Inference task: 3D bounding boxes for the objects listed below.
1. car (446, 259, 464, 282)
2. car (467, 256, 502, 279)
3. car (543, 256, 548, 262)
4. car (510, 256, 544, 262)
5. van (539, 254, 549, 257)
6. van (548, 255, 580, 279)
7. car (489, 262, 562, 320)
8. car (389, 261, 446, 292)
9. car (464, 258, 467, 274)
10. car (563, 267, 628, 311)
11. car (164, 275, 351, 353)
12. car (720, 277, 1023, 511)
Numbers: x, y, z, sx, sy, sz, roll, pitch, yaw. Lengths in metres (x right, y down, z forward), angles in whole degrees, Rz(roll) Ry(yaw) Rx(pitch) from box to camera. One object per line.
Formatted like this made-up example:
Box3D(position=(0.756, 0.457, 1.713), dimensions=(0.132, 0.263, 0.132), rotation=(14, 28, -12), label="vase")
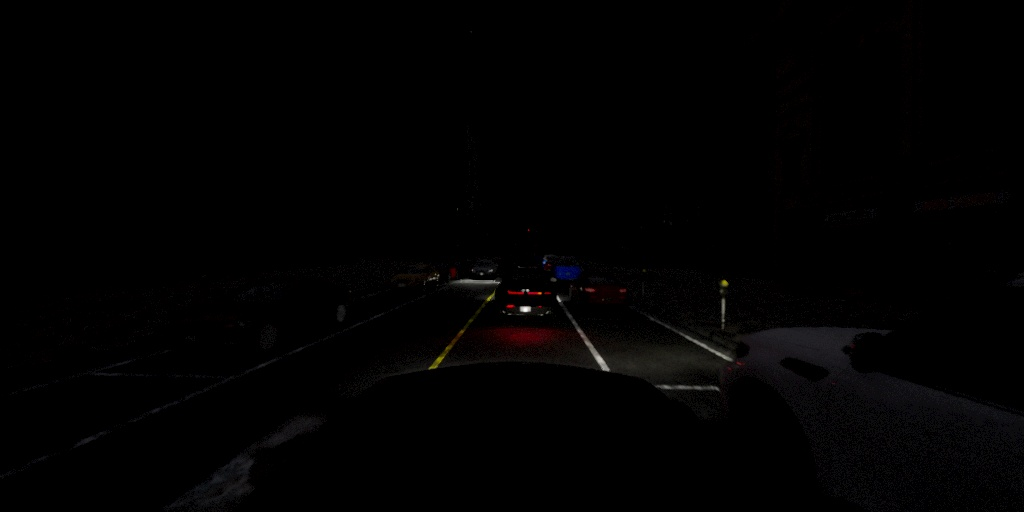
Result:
Box3D(position=(-4.899, 1.022, 25.103), dimensions=(1.888, 1.381, 4.507), rotation=(0, 0, 2), label="car")
Box3D(position=(-2.084, 0.994, 28.165), dimensions=(1.812, 1.442, 4.674), rotation=(0, 1, 3), label="car")
Box3D(position=(4.088, 0.984, 35.784), dimensions=(1.888, 1.381, 4.507), rotation=(0, 0, 2), label="car")
Box3D(position=(1.095, 0.989, 27.796), dimensions=(2.128, 1.511, 4.902), rotation=(0, 1, 2), label="car")
Box3D(position=(4.310, 0.727, 41.304), dimensions=(1.690, 1.789, 3.998), rotation=(0, 0, 2), label="van")
Box3D(position=(3.644, 0.887, 24.744), dimensions=(1.690, 1.789, 3.998), rotation=(0, 0, 2), label="van")
Box3D(position=(0.471, 1.155, 12.196), dimensions=(1.837, 1.490, 4.892), rotation=(0, 1, 2), label="car")
Box3D(position=(-5.126, 1.057, 19.412), dimensions=(1.751, 1.417, 4.829), rotation=(0, 0, 2), label="car")
Box3D(position=(-4.679, 0.969, 30.623), dimensions=(1.888, 1.381, 4.507), rotation=(0, 0, 2), label="car")
Box3D(position=(3.200, 1.236, 13.703), dimensions=(1.802, 1.307, 4.207), rotation=(0, 0, 2), label="car")
Box3D(position=(-5.559, 1.184, 8.540), dimensions=(1.888, 1.381, 4.507), rotation=(0, 0, 2), label="car")
Box3D(position=(3.038, 1.007, 1.134), dimensions=(2.150, 2.045, 5.566), rotation=(0, 1, 2), label="car")
